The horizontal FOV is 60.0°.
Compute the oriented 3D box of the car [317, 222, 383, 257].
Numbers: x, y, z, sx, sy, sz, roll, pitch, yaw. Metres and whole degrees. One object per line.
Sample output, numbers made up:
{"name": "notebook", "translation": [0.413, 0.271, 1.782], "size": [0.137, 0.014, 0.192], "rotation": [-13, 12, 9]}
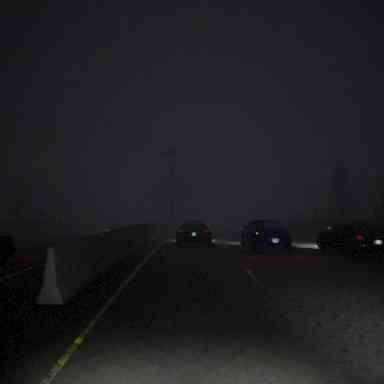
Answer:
{"name": "car", "translation": [7.098, 1.992, 14.669], "size": [1.994, 1.385, 4.181], "rotation": [0, -3, 0]}

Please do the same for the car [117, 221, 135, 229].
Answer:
{"name": "car", "translation": [-10.504, 5.706, 55.926], "size": [2.128, 1.511, 4.902], "rotation": [0, -6, 0]}

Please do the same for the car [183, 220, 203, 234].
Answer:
{"name": "car", "translation": [0.095, 4.112, 39.174], "size": [2.163, 1.488, 4.792], "rotation": [0, -5, 0]}

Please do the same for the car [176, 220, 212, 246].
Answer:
{"name": "car", "translation": [0.097, 2.315, 19.307], "size": [1.994, 1.385, 4.181], "rotation": [0, -4, 0]}

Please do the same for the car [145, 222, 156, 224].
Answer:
{"name": "car", "translation": [-7.004, 5.706, 55.926], "size": [2.128, 1.511, 4.902], "rotation": [0, -6, 0]}

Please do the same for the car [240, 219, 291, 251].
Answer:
{"name": "car", "translation": [3.598, 2.082, 16.683], "size": [1.812, 1.442, 4.674], "rotation": [0, -4, 0]}

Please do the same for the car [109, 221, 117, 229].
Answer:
{"name": "car", "translation": [-14.007, 6.095, 61.779], "size": [2.128, 1.511, 4.902], "rotation": [0, -5, 0]}

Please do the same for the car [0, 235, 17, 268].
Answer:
{"name": "car", "translation": [-7.093, 1.721, 9.387], "size": [2.033, 1.411, 5.357], "rotation": [0, -2, 0]}
